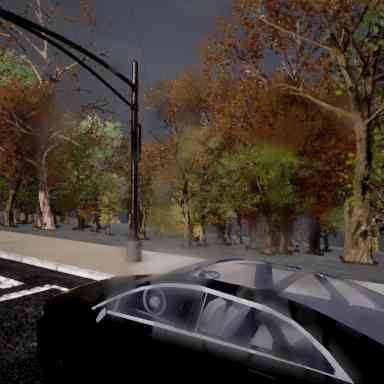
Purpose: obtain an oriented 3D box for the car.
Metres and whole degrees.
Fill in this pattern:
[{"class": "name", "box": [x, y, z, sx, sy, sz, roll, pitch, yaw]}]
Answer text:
[{"class": "car", "box": [0.246, 1.491, 3.497, 4.902, 1.511, 2.128, 0, 0, 37]}]
